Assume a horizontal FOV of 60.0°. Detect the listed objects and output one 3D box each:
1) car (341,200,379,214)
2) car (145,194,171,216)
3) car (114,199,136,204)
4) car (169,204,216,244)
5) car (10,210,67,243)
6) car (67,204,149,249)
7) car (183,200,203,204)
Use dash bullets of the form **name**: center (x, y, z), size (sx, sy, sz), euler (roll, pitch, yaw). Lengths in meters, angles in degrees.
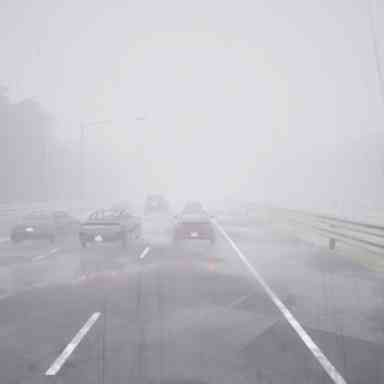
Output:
- **car**: center (19.365, 1.690, 38.589), size (1.812, 1.442, 4.674), euler (0, 0, -18)
- **car**: center (-3.398, 1.238, 33.176), size (2.150, 2.045, 5.566), euler (0, 0, 0)
- **car**: center (-6.893, 1.504, 33.855), size (1.837, 1.490, 4.892), euler (0, 1, 0)
- **car**: center (0.102, 1.528, 15.663), size (1.812, 1.442, 4.674), euler (0, 0, 0)
- **car**: center (-6.900, 1.566, 16.158), size (1.994, 1.385, 4.181), euler (0, 0, 0)
- **car**: center (-3.399, 1.493, 14.539), size (2.128, 1.511, 4.902), euler (0, 0, 0)
- **car**: center (0.104, 1.509, 33.736), size (2.128, 1.511, 4.902), euler (0, 0, 0)
